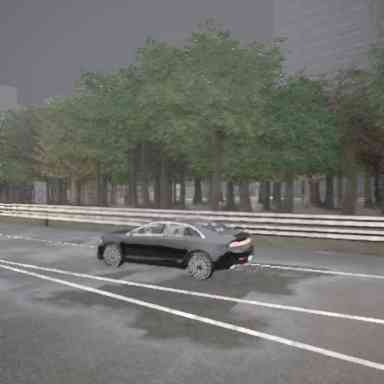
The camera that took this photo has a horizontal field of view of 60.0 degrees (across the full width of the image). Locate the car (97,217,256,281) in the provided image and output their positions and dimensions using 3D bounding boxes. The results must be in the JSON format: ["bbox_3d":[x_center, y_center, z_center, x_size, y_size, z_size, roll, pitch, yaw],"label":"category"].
[{"bbox_3d":[-0.611,1.503,9.804,4.902,1.511,2.128,0,0,28],"label":"car"}]
